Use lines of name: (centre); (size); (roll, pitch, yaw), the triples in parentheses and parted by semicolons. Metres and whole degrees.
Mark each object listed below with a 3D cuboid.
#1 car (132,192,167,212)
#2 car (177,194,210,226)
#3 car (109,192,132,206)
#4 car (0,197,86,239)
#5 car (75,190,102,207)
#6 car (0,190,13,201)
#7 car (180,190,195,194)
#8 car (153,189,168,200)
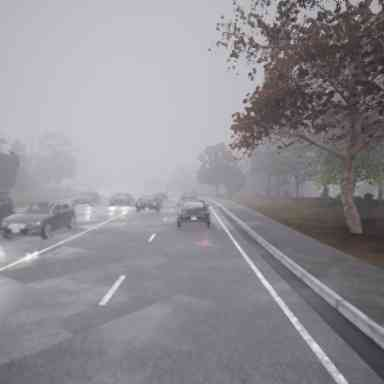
car: (-3.500, 0.919, 28.046); (1.895, 1.301, 4.718); (0, 2, 0)
car: (0.097, 1.128, 19.604); (1.812, 1.442, 4.674); (0, 2, 0)
car: (-7.071, 0.686, 33.845); (1.994, 1.385, 4.181); (0, 2, -1)
car: (-7.025, 1.217, 15.750); (2.128, 1.511, 4.902); (0, 2, 1)
car: (-10.565, 0.628, 33.798); (1.837, 1.490, 4.892); (0, 2, 0)
car: (-10.525, 0.951, 15.605); (2.150, 2.045, 5.566); (0, 2, 0)
car: (-0.534, 0.410, 42.739); (1.994, 1.385, 4.181); (0, 2, -5)
car: (-4.168, 0.324, 43.716); (1.812, 1.442, 4.674); (0, 2, -6)
